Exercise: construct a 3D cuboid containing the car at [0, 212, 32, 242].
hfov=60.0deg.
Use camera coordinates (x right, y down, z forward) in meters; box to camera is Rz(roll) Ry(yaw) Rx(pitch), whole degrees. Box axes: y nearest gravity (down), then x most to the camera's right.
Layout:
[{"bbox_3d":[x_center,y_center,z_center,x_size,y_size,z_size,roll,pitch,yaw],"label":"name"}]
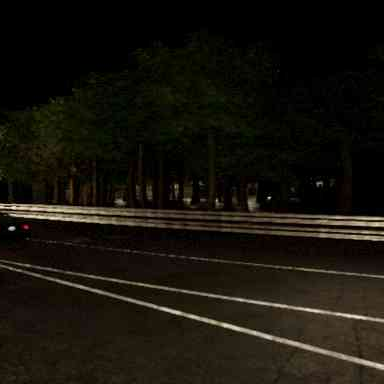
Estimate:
[{"bbox_3d":[-9.503,1.558,15.094,5.357,1.411,2.033,0,0,34],"label":"car"}]
